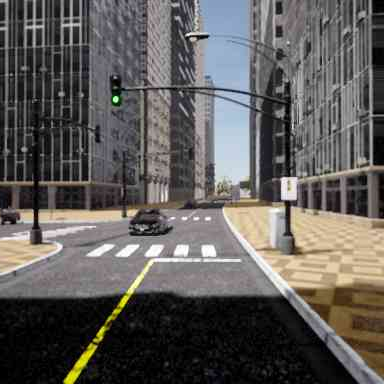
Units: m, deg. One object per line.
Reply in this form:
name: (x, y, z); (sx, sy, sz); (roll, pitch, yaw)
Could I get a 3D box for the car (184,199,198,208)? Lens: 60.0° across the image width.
car: (-0.078, 1.864, 52.141); (1.994, 1.385, 4.181); (0, 0, 6)

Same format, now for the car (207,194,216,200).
car: (5.314, 1.470, 89.963); (2.150, 2.045, 5.566); (0, 0, 9)

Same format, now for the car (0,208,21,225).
car: (-16.501, 2.020, 27.651); (4.403, 1.369, 2.008); (-1, 0, 10)

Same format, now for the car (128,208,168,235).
car: (-2.522, 1.748, 19.921); (1.837, 1.490, 4.892); (-1, -1, 2)
